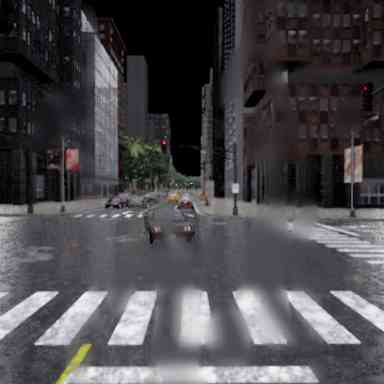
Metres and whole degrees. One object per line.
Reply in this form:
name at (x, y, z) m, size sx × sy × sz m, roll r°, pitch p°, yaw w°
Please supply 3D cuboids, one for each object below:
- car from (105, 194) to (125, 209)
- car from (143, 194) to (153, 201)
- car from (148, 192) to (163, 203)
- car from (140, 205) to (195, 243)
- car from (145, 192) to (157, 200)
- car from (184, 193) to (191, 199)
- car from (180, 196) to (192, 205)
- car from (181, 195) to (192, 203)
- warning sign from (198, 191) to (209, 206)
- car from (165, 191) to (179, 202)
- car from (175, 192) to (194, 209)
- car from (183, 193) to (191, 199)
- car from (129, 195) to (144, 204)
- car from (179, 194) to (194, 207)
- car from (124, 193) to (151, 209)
car at (-9.278, 1.314, 40.418) m, size 1.947 × 1.339 × 4.313 m, roll 0°, pitch 0°, yaw -1°
car at (-9.607, 1.201, 72.973) m, size 1.802 × 1.307 × 4.206 m, roll 0°, pitch 0°, yaw -1°
car at (-6.736, 1.225, 57.623) m, size 2.033 × 1.411 × 5.357 m, roll 0°, pitch 0°, yaw 0°
car at (-1.259, 1.513, 15.658) m, size 1.895 × 1.301 × 4.718 m, roll 1°, pitch 1°, yaw -12°
car at (-9.663, 0.914, 78.397) m, size 2.192 × 1.841 × 5.009 m, roll 0°, pitch 0°, yaw -1°
car at (-1.248, 1.003, 89.324) m, size 1.967 × 1.590 × 4.097 m, roll 0°, pitch 0°, yaw -1°
car at (-0.863, 1.286, 51.351) m, size 1.802 × 1.307 × 4.206 m, roll 0°, pitch 0°, yaw -1°
car at (-0.973, 1.205, 62.200) m, size 1.887 × 1.381 × 4.507 m, roll 0°, pitch 0°, yaw -1°
warning sign at (1.520, 0.849, 44.193) m, size 1.300 × 1.860 × 1.060 m, roll 0°, pitch 0°, yaw -1°
car at (-3.778, 1.120, 66.651) m, size 1.882 × 1.535 × 5.008 m, roll 0°, pitch 0°, yaw -1°
car at (-0.754, 1.189, 40.501) m, size 1.967 × 1.590 × 4.097 m, roll 0°, pitch 0°, yaw -1°
car at (-1.193, 1.021, 83.899) m, size 1.967 × 1.590 × 4.097 m, roll 0°, pitch 0°, yaw -1°
car at (-9.441, 1.207, 56.525) m, size 1.752 × 1.417 × 4.829 m, roll 0°, pitch 0°, yaw -1°
car at (-0.809, 1.166, 45.926) m, size 1.967 × 1.590 × 4.097 m, roll 0°, pitch 0°, yaw -1°
car at (-6.609, 1.251, 40.843) m, size 1.837 × 1.490 × 4.892 m, roll 0°, pitch 0°, yaw 0°
